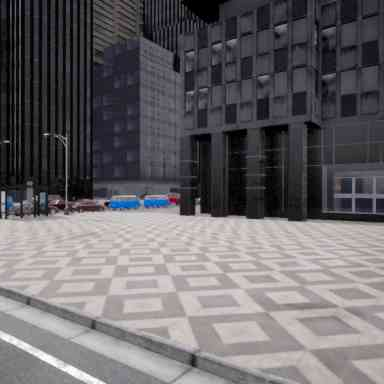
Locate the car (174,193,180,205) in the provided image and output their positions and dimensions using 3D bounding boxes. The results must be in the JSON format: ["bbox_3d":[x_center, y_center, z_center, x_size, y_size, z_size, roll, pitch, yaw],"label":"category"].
[{"bbox_3d":[-4.103,1.191,55.684,2.150,2.045,5.566,0,0,36],"label":"car"}]

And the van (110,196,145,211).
[{"bbox_3d":[-8.006,1.331,40.186,1.690,1.788,3.998,0,0,35],"label":"van"}]

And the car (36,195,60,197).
[{"bbox_3d":[-18.244,1.284,40.505,2.192,1.841,5.009,0,0,35],"label":"car"}]

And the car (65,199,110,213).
[{"bbox_3d":[-11.300,1.576,35.561,1.802,1.307,4.206,0,0,35],"label":"car"}]

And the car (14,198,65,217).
[{"bbox_3d":[-14.594,1.548,30.937,2.008,1.369,4.403,0,0,35],"label":"car"}]

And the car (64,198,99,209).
[{"bbox_3d":[-14.951,1.548,45.130,1.802,1.307,4.206,0,0,35],"label":"car"}]

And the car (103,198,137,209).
[{"bbox_3d":[-10.174,1.572,47.239,1.895,1.301,4.718,0,0,36],"label":"car"}]

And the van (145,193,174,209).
[{"bbox_3d":[-4.713,1.329,44.810,1.690,1.788,3.998,0,0,35],"label":"van"}]

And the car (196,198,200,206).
[{"bbox_3d":[1.874,1.568,54.059,1.802,1.307,4.206,0,0,35],"label":"car"}]
